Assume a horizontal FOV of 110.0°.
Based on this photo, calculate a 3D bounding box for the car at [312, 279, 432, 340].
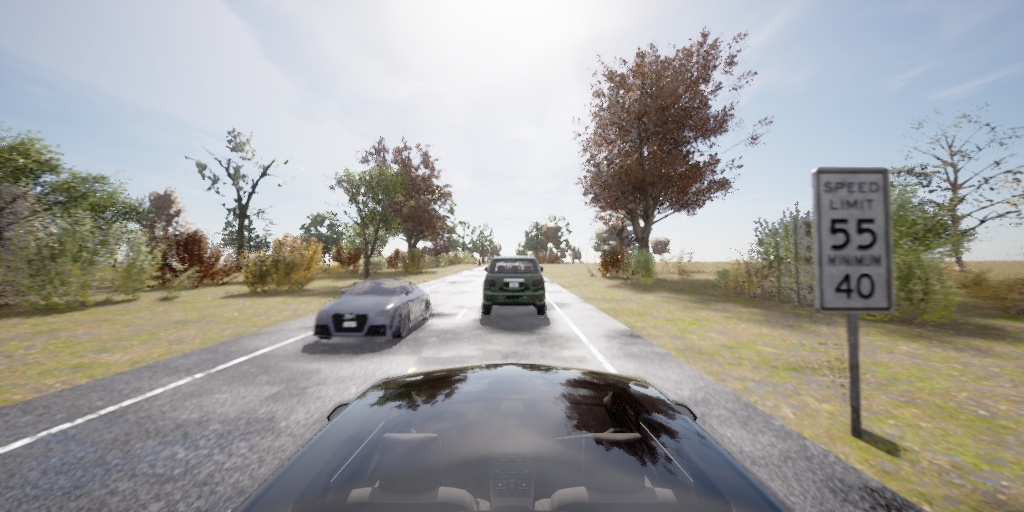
[{"bbox_3d":[-3.582,1.332,9.923,1.994,1.385,4.181,0,0,0],"label":"car"}]

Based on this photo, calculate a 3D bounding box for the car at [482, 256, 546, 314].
[{"bbox_3d":[0.078,1.003,13.980,2.150,2.045,5.566,0,0,0],"label":"car"}]
